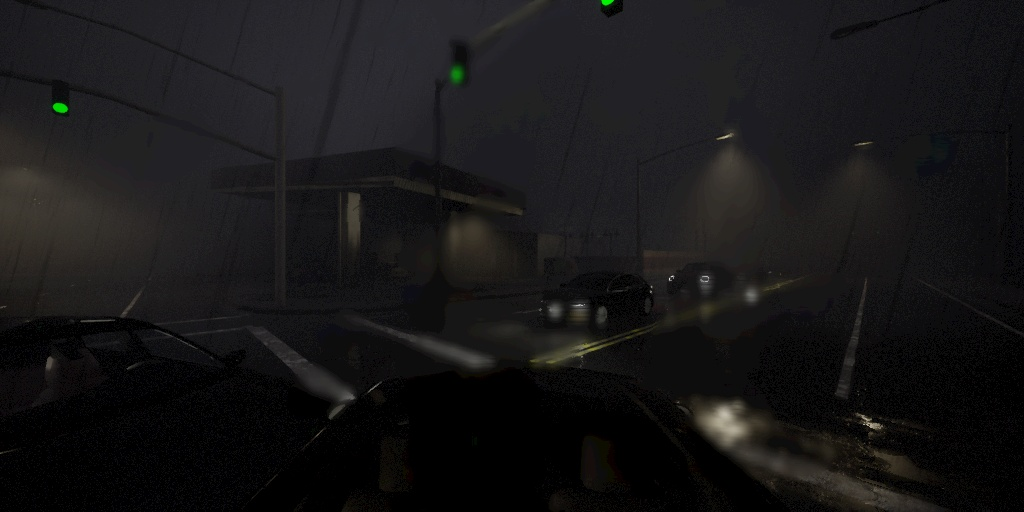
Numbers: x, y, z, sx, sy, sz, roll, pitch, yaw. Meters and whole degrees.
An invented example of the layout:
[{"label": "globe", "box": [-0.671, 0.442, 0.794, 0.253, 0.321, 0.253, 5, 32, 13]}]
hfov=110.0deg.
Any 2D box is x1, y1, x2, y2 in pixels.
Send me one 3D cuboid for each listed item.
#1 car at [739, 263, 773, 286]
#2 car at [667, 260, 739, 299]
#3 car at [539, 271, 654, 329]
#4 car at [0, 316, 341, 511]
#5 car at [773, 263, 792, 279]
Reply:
[{"label": "car", "box": [16.650, 1.314, 25.292, 1.994, 1.385, 4.181, 0, 0, 44]}, {"label": "car", "box": [9.722, 1.102, 18.382, 4.553, 1.767, 2.097, 0, 0, -45]}, {"label": "car", "box": [2.883, 1.255, 11.538, 1.837, 1.490, 4.892, 0, 0, 45]}, {"label": "car", "box": [-3.420, 1.242, 2.520, 4.902, 1.511, 2.128, 0, 0, 15]}, {"label": "car", "box": [23.784, 1.314, 32.344, 4.181, 1.385, 1.994, 0, 0, -45]}]
